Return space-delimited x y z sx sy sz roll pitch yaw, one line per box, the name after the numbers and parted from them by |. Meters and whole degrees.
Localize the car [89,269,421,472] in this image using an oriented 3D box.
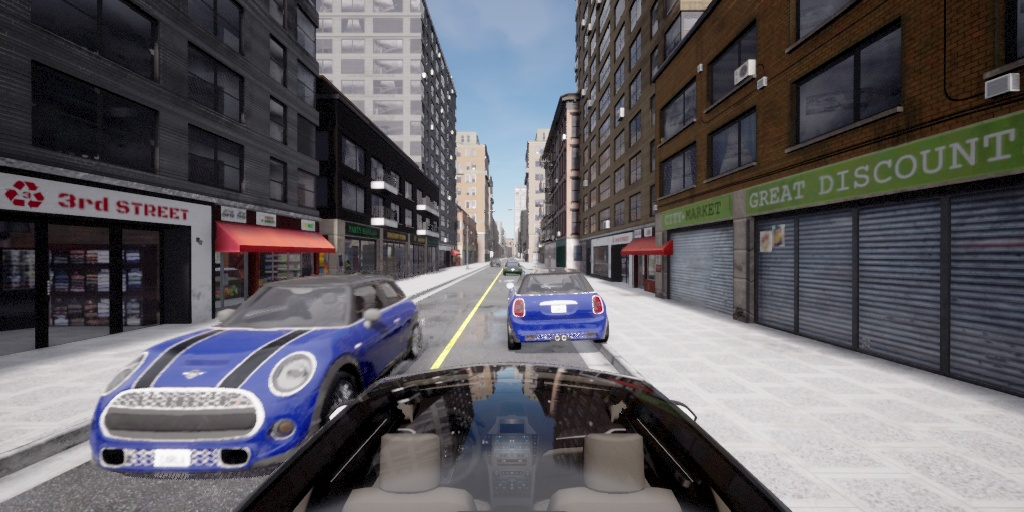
-2.851 1.101 5.253 2.097 1.767 4.553 0 0 0 | car

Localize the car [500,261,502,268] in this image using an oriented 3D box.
0.070 1.287 37.252 1.994 1.385 4.181 0 0 0 | car

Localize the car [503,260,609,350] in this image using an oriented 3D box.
0.925 1.066 9.220 2.097 1.767 4.553 -2 0 0 | car

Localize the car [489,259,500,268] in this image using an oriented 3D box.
-2.761 1.195 60.085 1.837 1.490 4.892 0 0 0 | car
